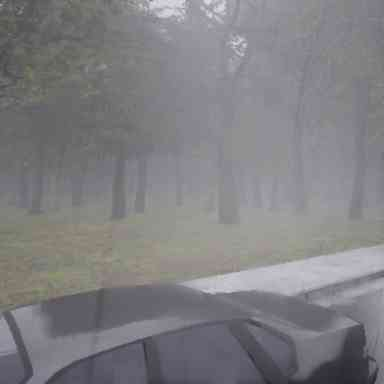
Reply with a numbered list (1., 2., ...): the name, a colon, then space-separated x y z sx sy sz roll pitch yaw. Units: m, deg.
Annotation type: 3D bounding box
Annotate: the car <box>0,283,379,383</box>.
1. car: -0.724 1.548 2.432 5.357 1.411 2.033 0 0 -36
